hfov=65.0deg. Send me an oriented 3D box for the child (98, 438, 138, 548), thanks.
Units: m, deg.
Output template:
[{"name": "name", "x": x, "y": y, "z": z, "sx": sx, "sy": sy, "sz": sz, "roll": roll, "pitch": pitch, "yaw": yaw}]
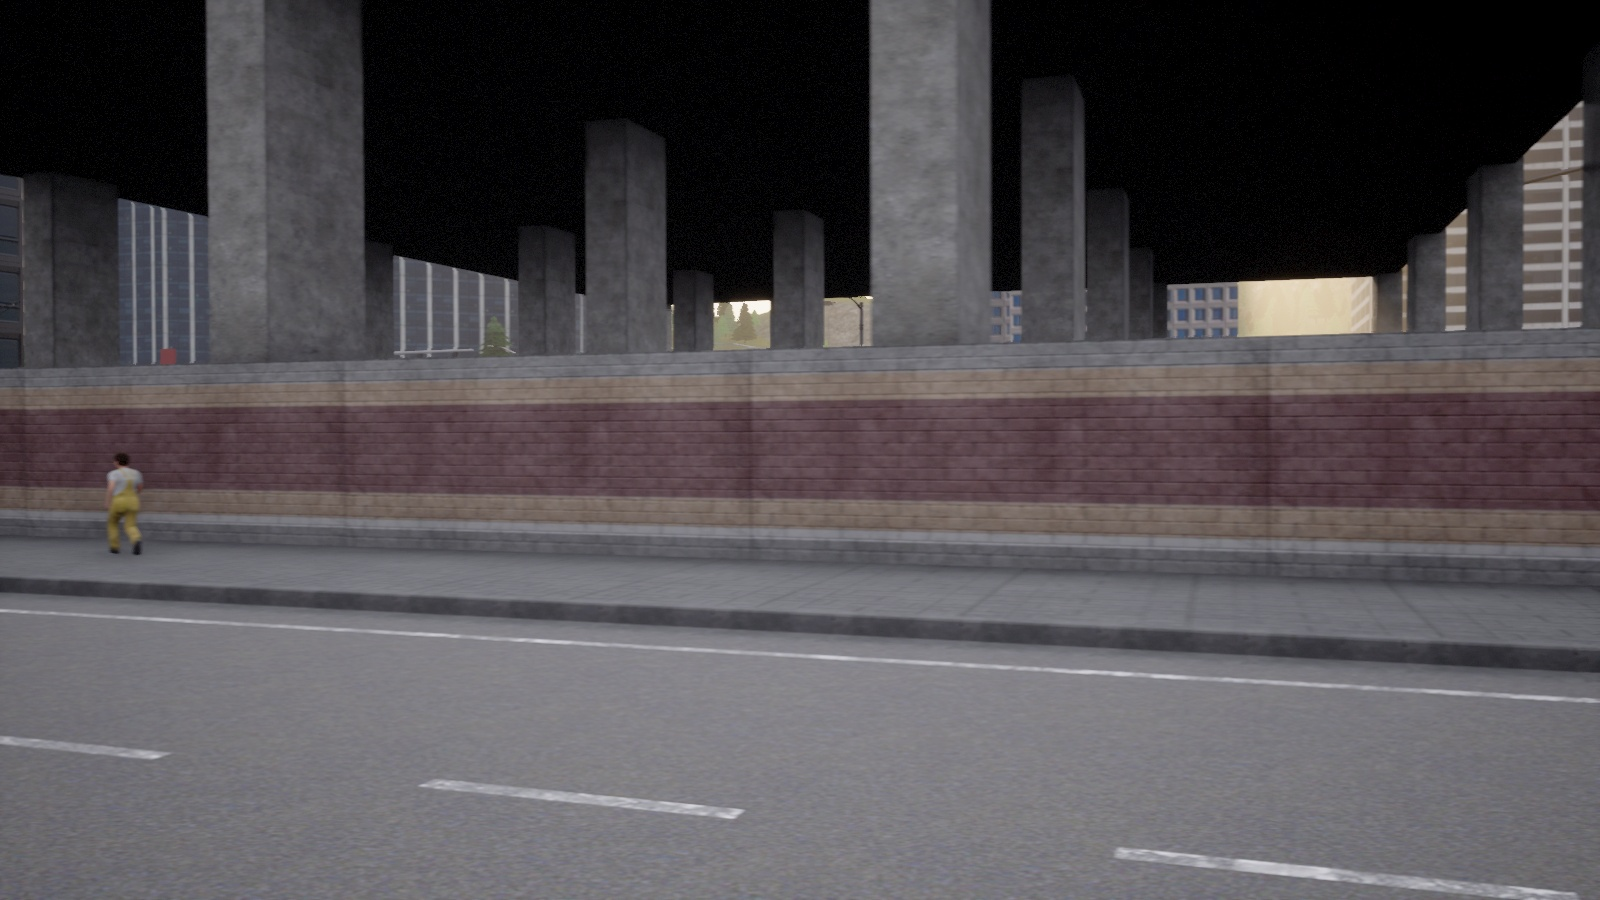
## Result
[{"name": "child", "x": -7.983, "y": 0.497, "z": 14.699, "sx": 0.437, "sy": 1.263, "sz": 0.270, "roll": 1, "pitch": 1, "yaw": 42}]
